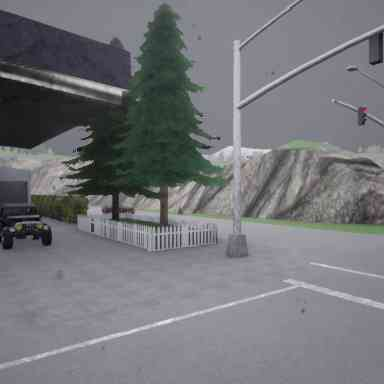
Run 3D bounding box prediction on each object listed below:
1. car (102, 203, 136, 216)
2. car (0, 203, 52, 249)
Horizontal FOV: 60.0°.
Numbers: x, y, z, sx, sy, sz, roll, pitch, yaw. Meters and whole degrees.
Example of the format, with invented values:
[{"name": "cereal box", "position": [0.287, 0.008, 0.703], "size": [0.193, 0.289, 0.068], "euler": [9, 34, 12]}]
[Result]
[{"name": "car", "position": [-7.469, 1.792, 33.754], "size": [1.895, 1.301, 4.718], "euler": [0, 0, -36]}, {"name": "car", "position": [-8.062, 1.505, 15.793], "size": [1.905, 1.878, 3.866], "euler": [0, 0, -37]}]
